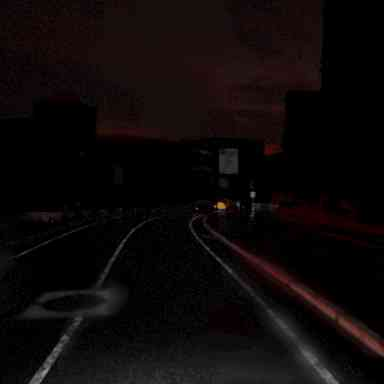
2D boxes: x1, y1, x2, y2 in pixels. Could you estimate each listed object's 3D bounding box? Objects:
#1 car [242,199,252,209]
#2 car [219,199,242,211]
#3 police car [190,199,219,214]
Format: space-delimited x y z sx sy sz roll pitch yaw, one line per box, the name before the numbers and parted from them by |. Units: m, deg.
car | 7.796 1.894 51.583 1.837 1.490 4.892 3 1 35
car | 4.926 1.741 46.898 1.801 1.575 5.366 2 0 28
police car | 1.266 1.592 38.086 1.930 1.638 5.238 1 0 17
